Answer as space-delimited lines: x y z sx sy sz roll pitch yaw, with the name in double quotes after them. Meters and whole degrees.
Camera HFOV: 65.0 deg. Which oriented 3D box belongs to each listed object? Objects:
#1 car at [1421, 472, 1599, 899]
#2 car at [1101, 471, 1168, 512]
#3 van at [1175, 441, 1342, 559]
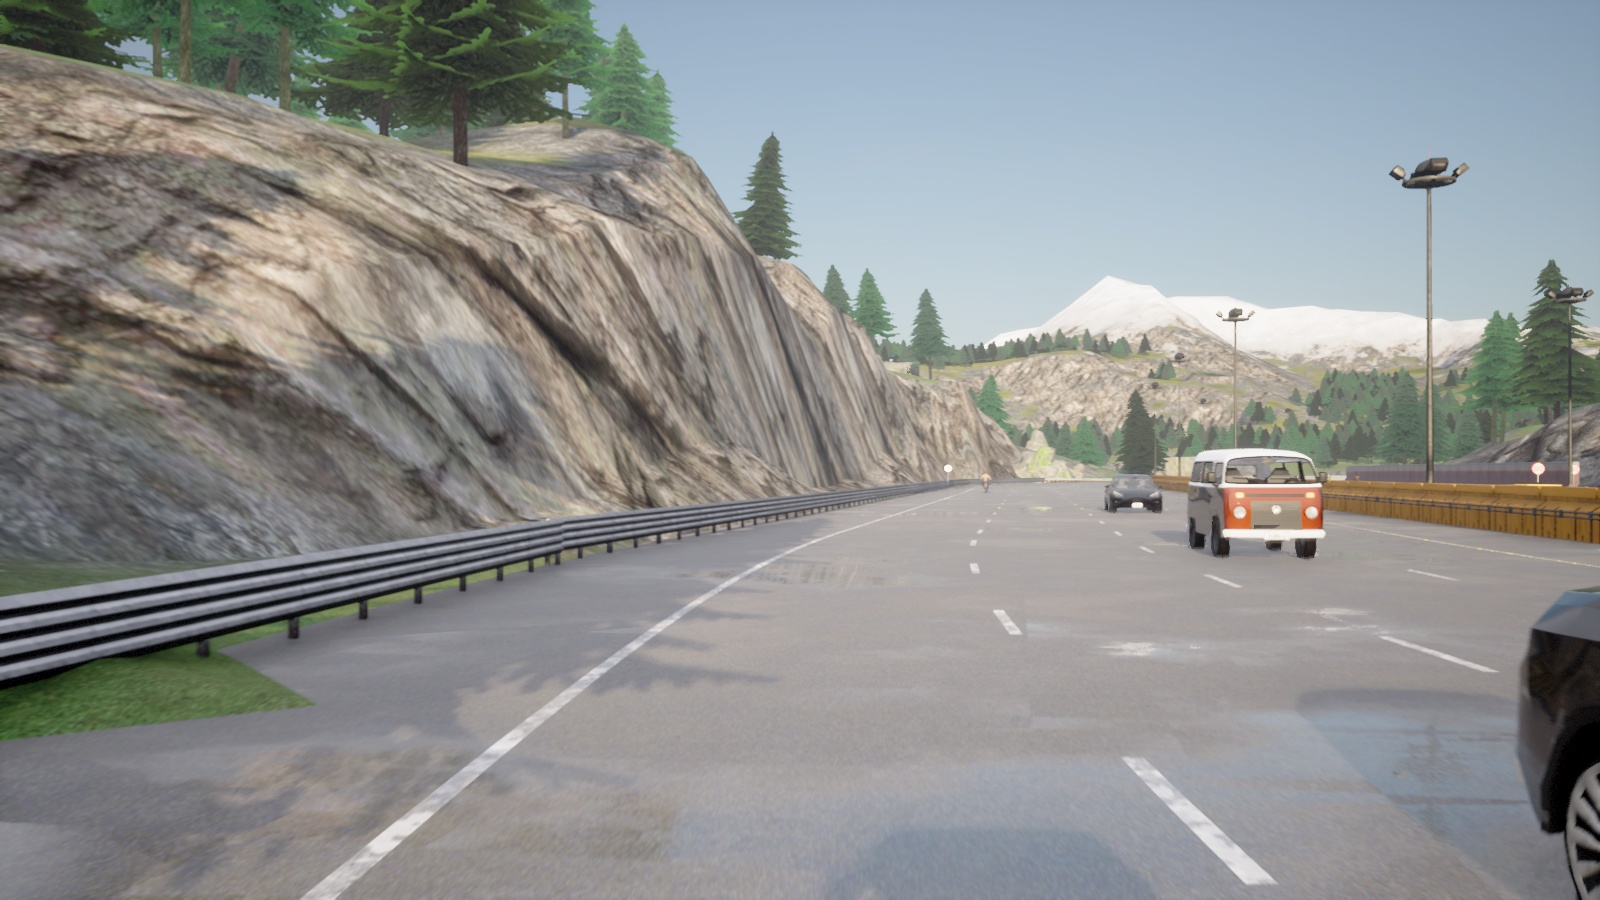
3.486 0.799 2.475 2.128 1.511 4.902 0 -1 1 "car"
13.053 1.591 49.242 2.163 1.488 4.792 0 -1 10 "car"
8.594 0.907 23.952 2.069 2.038 4.480 -1 -1 8 "van"
